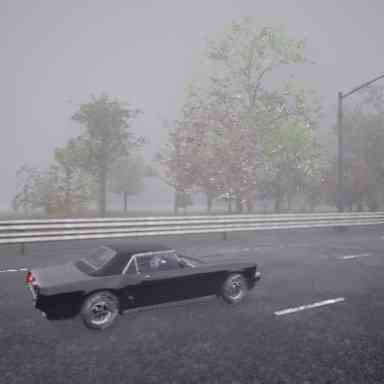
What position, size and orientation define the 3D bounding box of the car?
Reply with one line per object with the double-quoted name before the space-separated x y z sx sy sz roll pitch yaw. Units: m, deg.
"car" -0.838 1.749 7.112 4.718 1.301 1.895 1 -2 -31
